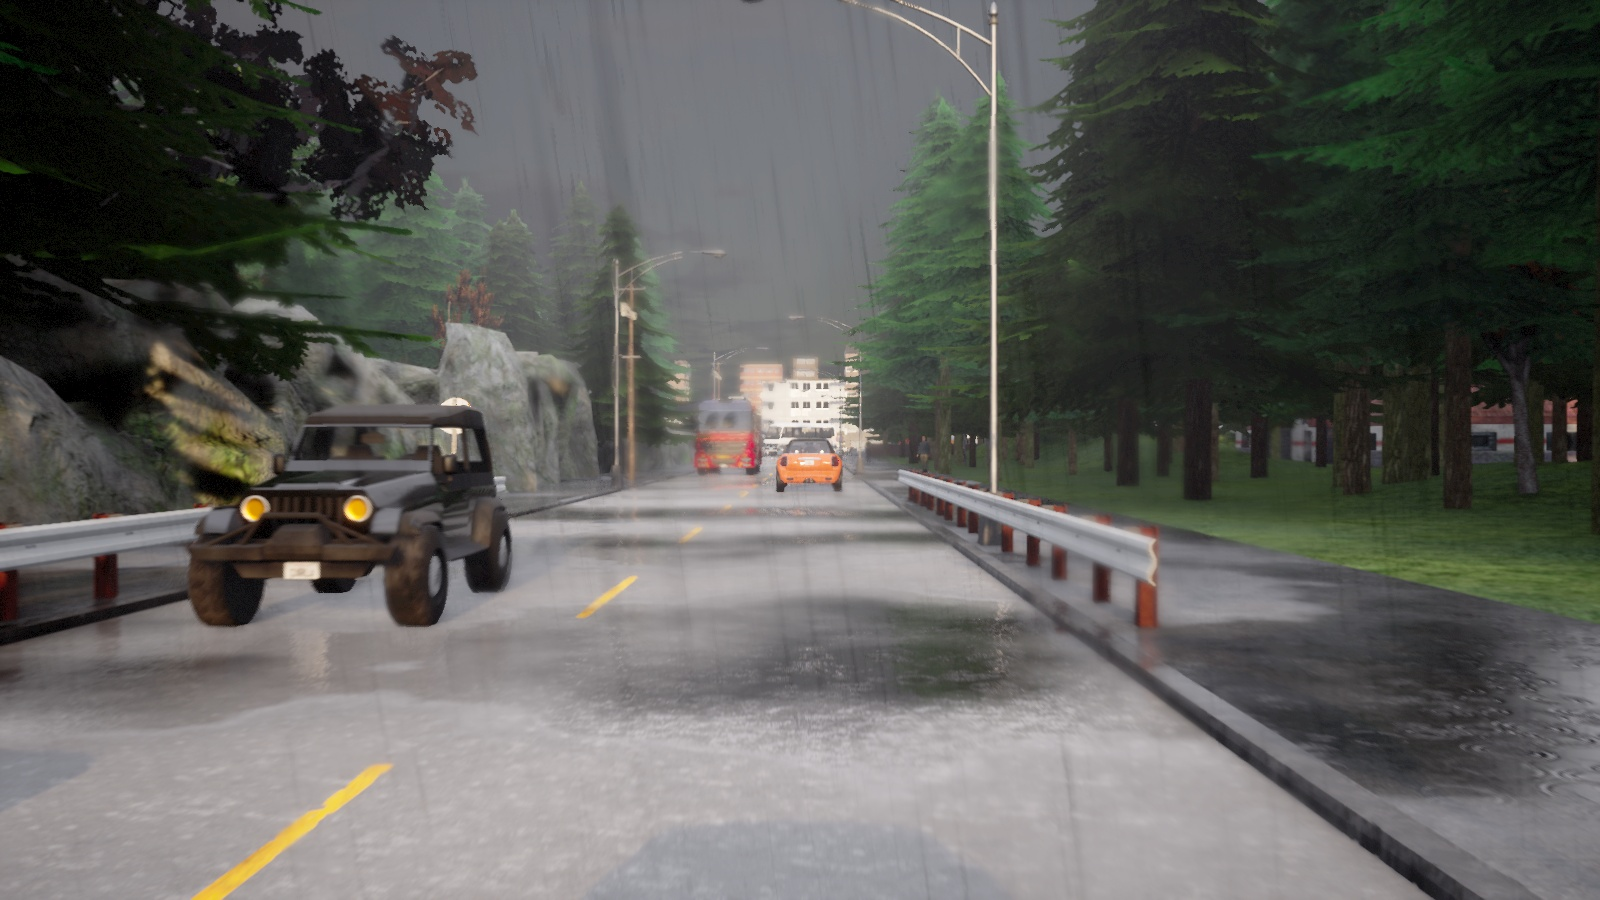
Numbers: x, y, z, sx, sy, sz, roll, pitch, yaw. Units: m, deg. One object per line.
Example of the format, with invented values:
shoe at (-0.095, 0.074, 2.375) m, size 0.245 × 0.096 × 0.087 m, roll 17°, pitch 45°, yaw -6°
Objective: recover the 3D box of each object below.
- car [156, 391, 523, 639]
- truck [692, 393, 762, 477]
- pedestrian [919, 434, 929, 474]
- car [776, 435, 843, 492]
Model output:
car at (-3.920, 0.486, 11.457) m, size 1.905 × 1.878 × 3.866 m, roll 0°, pitch 0°, yaw 0°
truck at (-3.480, -0.710, 62.047) m, size 2.891 × 3.827 × 8.468 m, roll 0°, pitch 0°, yaw 1°
pedestrian at (5.688, 0.192, 57.668) m, size 0.402 × 1.842 × 0.726 m, roll 0°, pitch 0°, yaw 1°
car at (0.313, 0.413, 41.197) m, size 2.097 × 1.767 × 4.553 m, roll 0°, pitch 0°, yaw 1°
